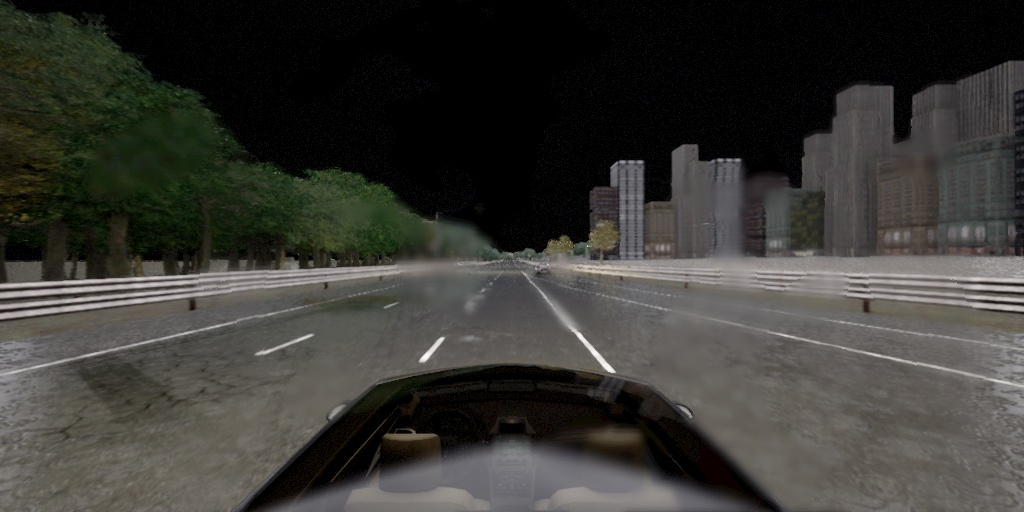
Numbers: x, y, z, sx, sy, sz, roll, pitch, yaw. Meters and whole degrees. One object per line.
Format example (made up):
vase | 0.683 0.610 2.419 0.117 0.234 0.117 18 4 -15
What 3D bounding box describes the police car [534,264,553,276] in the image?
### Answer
police car | 3.955 1.771 46.336 2.038 1.542 4.974 0 -1 -3
